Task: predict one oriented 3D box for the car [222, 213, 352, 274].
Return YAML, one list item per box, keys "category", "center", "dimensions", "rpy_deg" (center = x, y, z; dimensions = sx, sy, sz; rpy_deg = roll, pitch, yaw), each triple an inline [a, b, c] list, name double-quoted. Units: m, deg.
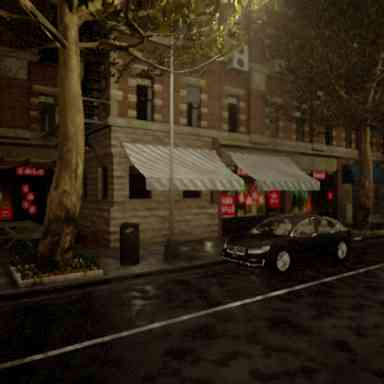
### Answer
- category: "car"
  center: [3.152, 1.460, 10.561]
  dimensions: [4.892, 1.521, 2.231]
  rpy_deg: [0, 0, -35]
